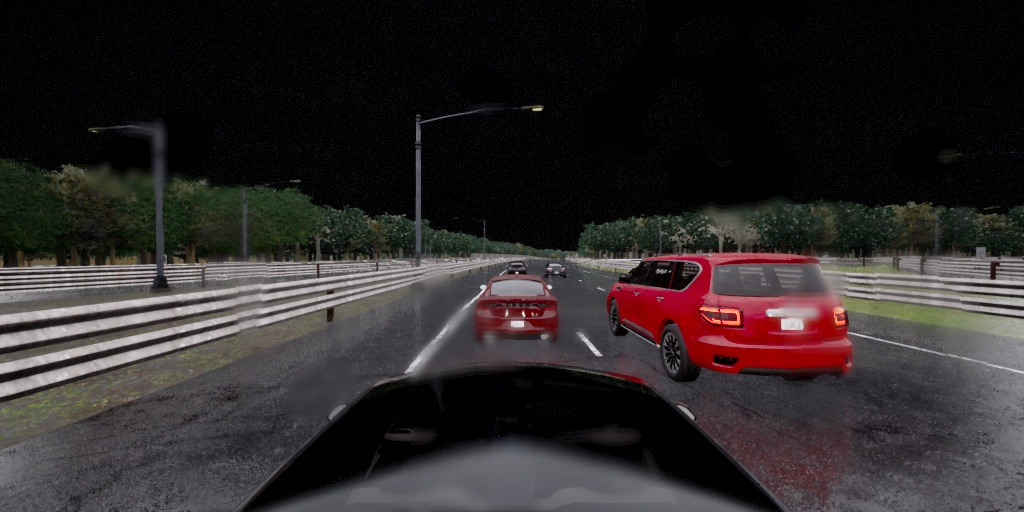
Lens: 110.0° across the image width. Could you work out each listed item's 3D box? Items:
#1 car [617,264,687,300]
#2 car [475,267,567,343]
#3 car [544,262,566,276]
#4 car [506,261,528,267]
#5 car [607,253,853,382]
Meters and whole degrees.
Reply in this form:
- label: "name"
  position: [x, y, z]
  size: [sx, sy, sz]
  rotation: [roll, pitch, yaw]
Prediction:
- label: "car"
  position: [7.205, 1.257, 19.078]
  size: [1.837, 1.490, 4.892]
  rotation: [0, 1, 1]
- label: "car"
  position: [0.120, 1.227, 9.720]
  size: [1.882, 1.535, 5.008]
  rotation: [0, 0, 0]
- label: "car"
  position: [3.993, 1.279, 33.897]
  size: [1.812, 1.442, 4.674]
  rotation: [0, 0, 2]
- label: "car"
  position: [0.515, 1.257, 34.688]
  size: [1.837, 1.490, 4.892]
  rotation: [0, 0, 1]
- label: "car"
  position: [3.608, 0.971, 7.282]
  size: [2.150, 2.045, 5.566]
  rotation: [0, 0, 0]
